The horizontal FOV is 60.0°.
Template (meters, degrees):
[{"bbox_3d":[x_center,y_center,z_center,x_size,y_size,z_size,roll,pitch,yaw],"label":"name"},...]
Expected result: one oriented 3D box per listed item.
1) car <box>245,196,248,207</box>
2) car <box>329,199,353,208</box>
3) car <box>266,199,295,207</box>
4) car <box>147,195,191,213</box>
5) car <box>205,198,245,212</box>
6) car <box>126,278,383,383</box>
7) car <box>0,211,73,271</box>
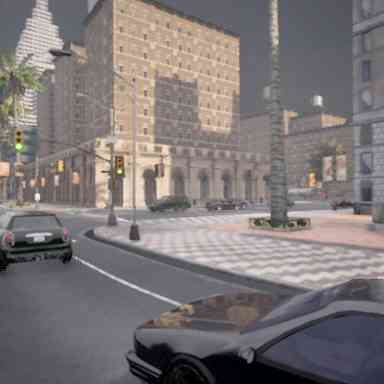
[{"bbox_3d":[5.685,1.686,47.001,4.892,1.490,1.837,0,0,-36],"label":"car"},{"bbox_3d":[23.044,1.740,50.690,4.718,1.301,1.895,0,0,-36],"label":"car"},{"bbox_3d":[14.179,1.726,53.119,5.357,1.411,2.033,0,0,-35],"label":"car"},{"bbox_3d":[-2.755,1.404,40.922,5.566,2.045,2.150,0,0,-36],"label":"car"},{"bbox_3d":[3.888,1.667,41.160,4.892,1.490,1.837,0,0,-36],"label":"car"},{"bbox_3d":[1.833,1.554,2.843,5.357,1.411,2.033,0,0,38],"label":"car"},{"bbox_3d":[-5.806,1.421,11.543,2.097,1.767,4.553,0,0,-37],"label":"car"}]
